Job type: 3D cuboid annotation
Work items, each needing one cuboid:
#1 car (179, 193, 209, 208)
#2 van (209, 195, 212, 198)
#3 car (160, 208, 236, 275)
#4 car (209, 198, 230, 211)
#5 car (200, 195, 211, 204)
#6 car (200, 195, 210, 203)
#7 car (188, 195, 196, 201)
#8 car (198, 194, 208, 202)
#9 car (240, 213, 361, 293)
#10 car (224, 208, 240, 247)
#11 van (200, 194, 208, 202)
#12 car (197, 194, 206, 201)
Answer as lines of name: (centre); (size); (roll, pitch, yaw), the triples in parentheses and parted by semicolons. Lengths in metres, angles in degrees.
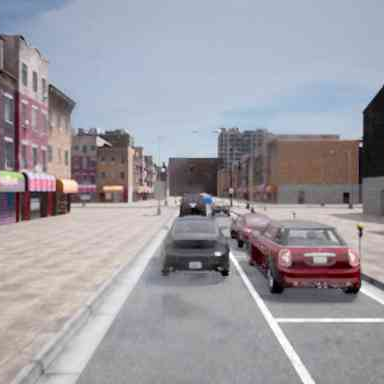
car: (0.081, 1.197, 28.522); (2.150, 2.045, 5.566); (0, 0, 0)
van: (2.640, 1.341, 58.509); (1.690, 1.788, 3.998); (0, 0, 0)
car: (0.088, 1.492, 10.406); (1.837, 1.490, 4.892); (0, 0, 0)
car: (2.639, 1.529, 31.506); (2.008, 1.369, 4.403); (0, 0, 0)
car: (2.641, 1.447, 63.984); (1.967, 1.590, 4.097); (0, 0, 0)
car: (2.641, 1.454, 69.459); (1.967, 1.590, 4.097); (0, 0, 0)
car: (0.008, 1.389, 83.550); (2.033, 1.411, 5.357); (0, 0, 0)
car: (2.640, 1.345, 80.408); (2.192, 1.841, 5.009); (0, 0, 0)
car: (2.638, 1.427, 8.788); (1.967, 1.590, 4.097); (0, 0, 0)
car: (2.638, 1.562, 14.468); (1.802, 1.307, 4.206); (0, 0, 0)
van: (2.641, 1.362, 74.935); (1.690, 1.788, 3.998); (0, 0, 0)
car: (2.643, 1.362, 91.361); (2.192, 1.841, 5.009); (0, 0, 0)
